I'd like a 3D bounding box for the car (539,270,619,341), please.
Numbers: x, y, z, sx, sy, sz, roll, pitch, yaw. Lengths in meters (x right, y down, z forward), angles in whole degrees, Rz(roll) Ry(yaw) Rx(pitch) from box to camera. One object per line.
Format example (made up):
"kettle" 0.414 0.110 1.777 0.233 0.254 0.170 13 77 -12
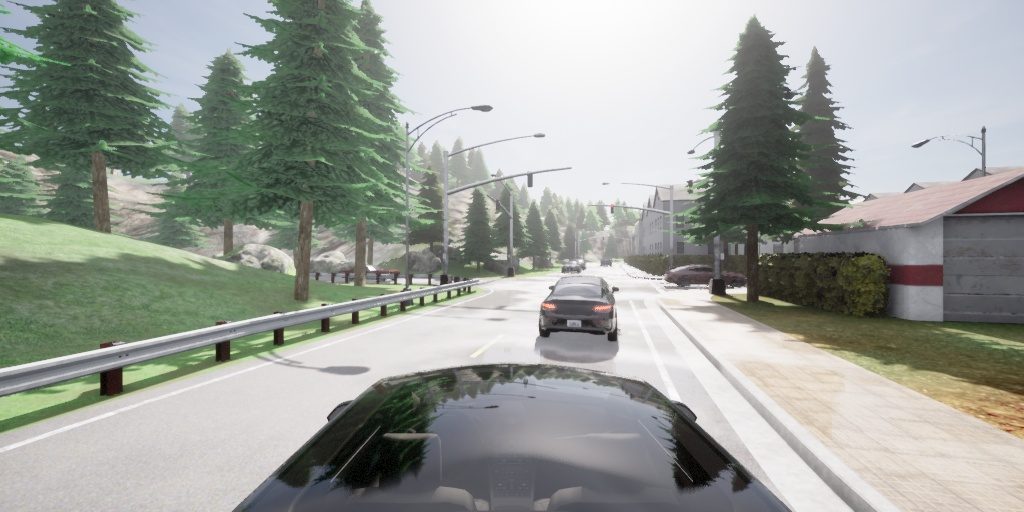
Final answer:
"car" 1.922 1.276 9.878 1.812 1.442 4.674 0 0 15

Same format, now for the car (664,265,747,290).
"car" 12.140 1.291 22.612 4.674 1.442 1.812 0 0 15

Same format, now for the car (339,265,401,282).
"car" -11.319 1.366 28.870 4.718 1.301 1.895 0 0 15

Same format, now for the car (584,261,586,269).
"car" 9.867 1.241 52.862 2.128 1.511 4.902 0 0 15

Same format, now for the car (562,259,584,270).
"car" 7.197 1.314 43.169 1.994 1.385 4.181 0 0 15
